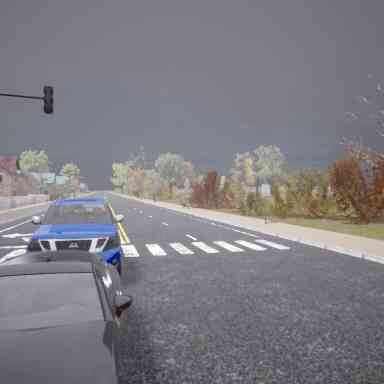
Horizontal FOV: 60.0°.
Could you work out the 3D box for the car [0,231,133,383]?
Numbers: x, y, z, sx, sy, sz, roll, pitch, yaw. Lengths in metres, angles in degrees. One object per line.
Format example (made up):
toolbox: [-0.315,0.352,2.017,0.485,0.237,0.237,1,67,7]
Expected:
car: [-1.729,1.524,3.934,1.812,1.442,4.674,0,0,-13]

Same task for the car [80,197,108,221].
car: [-8.077,1.338,27.595,2.097,1.767,4.553,0,0,-15]

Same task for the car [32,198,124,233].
car: [-3.348,1.218,10.028,2.150,2.045,5.566,0,0,-15]

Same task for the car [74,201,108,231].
car: [-6.535,1.468,21.856,1.882,1.535,5.008,0,0,-15]

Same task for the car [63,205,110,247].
car: [-4.986,1.499,16.106,1.837,1.490,4.892,0,0,-15]
